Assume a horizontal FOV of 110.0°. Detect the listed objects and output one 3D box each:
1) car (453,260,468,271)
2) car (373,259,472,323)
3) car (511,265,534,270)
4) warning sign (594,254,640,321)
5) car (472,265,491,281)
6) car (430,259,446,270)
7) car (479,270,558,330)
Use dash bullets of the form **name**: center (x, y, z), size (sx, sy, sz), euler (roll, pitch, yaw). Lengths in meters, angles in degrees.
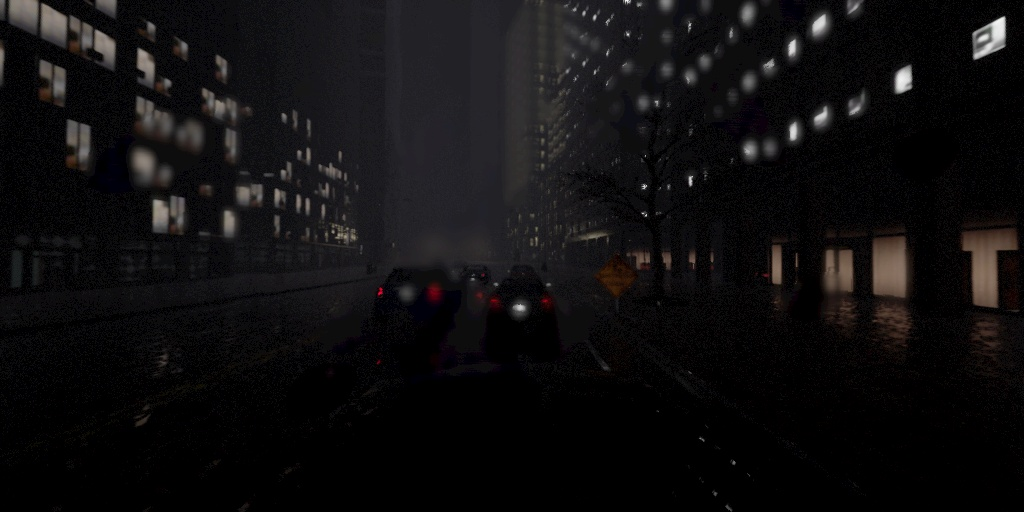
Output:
- **car**: center (-7.052, 1.260, 49.541), size (1.895, 1.301, 4.718), euler (0, 0, -5)
- **car**: center (-2.880, 1.079, 12.259), size (2.097, 1.767, 4.553), euler (0, 0, 3)
- **car**: center (0.695, 1.270, 23.814), size (2.033, 1.411, 5.357), euler (0, 0, 1)
- **warning sign**: center (3.039, 0.856, 10.361), size (1.300, 1.860, 1.060), euler (0, 0, 3)
- **car**: center (-2.541, 1.312, 26.221), size (1.895, 1.301, 4.718), euler (0, 0, 0)
- **car**: center (-10.469, 1.147, 51.019), size (1.837, 1.490, 4.892), euler (0, 0, -6)
- **car**: center (0.317, 1.298, 11.100), size (1.994, 1.385, 4.181), euler (0, 0, 3)
